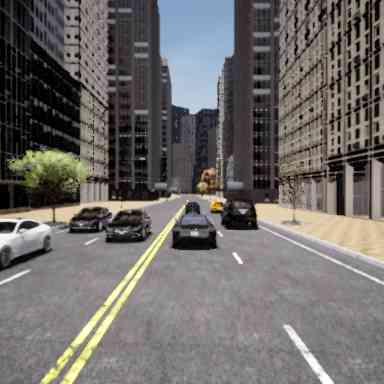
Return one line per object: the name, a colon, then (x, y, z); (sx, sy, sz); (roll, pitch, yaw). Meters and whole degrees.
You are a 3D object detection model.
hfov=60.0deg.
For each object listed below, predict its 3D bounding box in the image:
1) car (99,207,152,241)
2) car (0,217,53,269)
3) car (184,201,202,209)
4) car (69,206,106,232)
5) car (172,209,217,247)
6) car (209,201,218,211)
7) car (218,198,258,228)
car: (-3.248, 1.681, 17.779); (1.837, 1.490, 4.892); (0, -1, 0)
car: (-6.526, 1.636, 11.681); (1.812, 1.442, 4.674); (0, -1, 1)
car: (0.105, 1.873, 40.342); (1.837, 1.490, 4.892); (0, -1, 0)
car: (-6.494, 1.709, 21.881); (1.837, 1.490, 4.892); (0, -1, 0)
car: (0.106, 1.712, 15.801); (1.994, 1.385, 4.181); (0, 0, 0)
car: (3.359, 1.875, 43.698); (1.882, 1.535, 5.008); (0, 0, 0)
car: (3.359, 1.452, 24.442); (2.150, 2.045, 5.566); (0, 0, 0)
